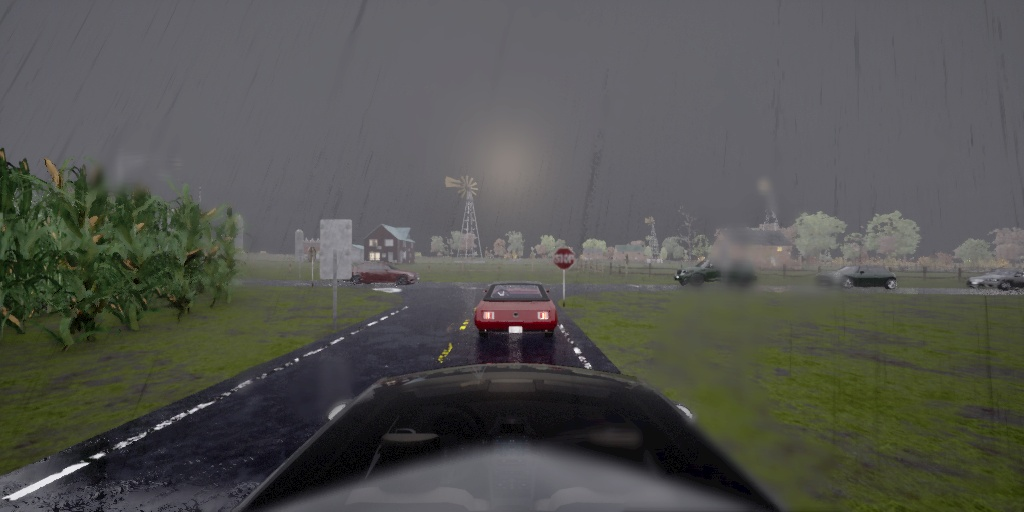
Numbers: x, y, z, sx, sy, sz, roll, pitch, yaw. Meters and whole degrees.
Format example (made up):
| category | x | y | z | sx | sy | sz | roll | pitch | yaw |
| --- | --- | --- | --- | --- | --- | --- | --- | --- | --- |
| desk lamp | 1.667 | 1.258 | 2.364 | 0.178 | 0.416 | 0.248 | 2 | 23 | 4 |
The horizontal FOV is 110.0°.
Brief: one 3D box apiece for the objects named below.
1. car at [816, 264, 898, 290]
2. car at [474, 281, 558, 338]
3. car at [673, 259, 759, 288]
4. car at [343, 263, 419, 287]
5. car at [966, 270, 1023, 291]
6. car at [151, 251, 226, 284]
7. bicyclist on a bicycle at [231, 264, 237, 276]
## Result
| category | x | y | z | sx | sy | sz | roll | pitch | yaw |
| --- | --- | --- | --- | --- | --- | --- | --- | --- | --- |
| car | 24.939 | 1.461 | 26.076 | 4.553 | 1.767 | 2.097 | 1 | -1 | 0 |
| car | 0.139 | 1.354 | 10.202 | 1.895 | 1.301 | 4.718 | 0 | 0 | 1 |
| car | 14.780 | 1.204 | 26.036 | 5.566 | 2.045 | 2.150 | 1 | -1 | 0 |
| car | -8.332 | 1.173 | 22.985 | 4.674 | 1.442 | 1.812 | 1 | -1 | 0 |
| car | 36.214 | 1.739 | 26.109 | 4.902 | 1.511 | 2.128 | 1 | -1 | 0 |
| car | -21.305 | 0.708 | 22.938 | 5.566 | 2.045 | 2.150 | 0 | -1 | 0 |
| bicyclist on a bicycle | -22.675 | 0.996 | 28.896 | 0.582 | 1.620 | 1.656 | 1 | 0 | 0 |
